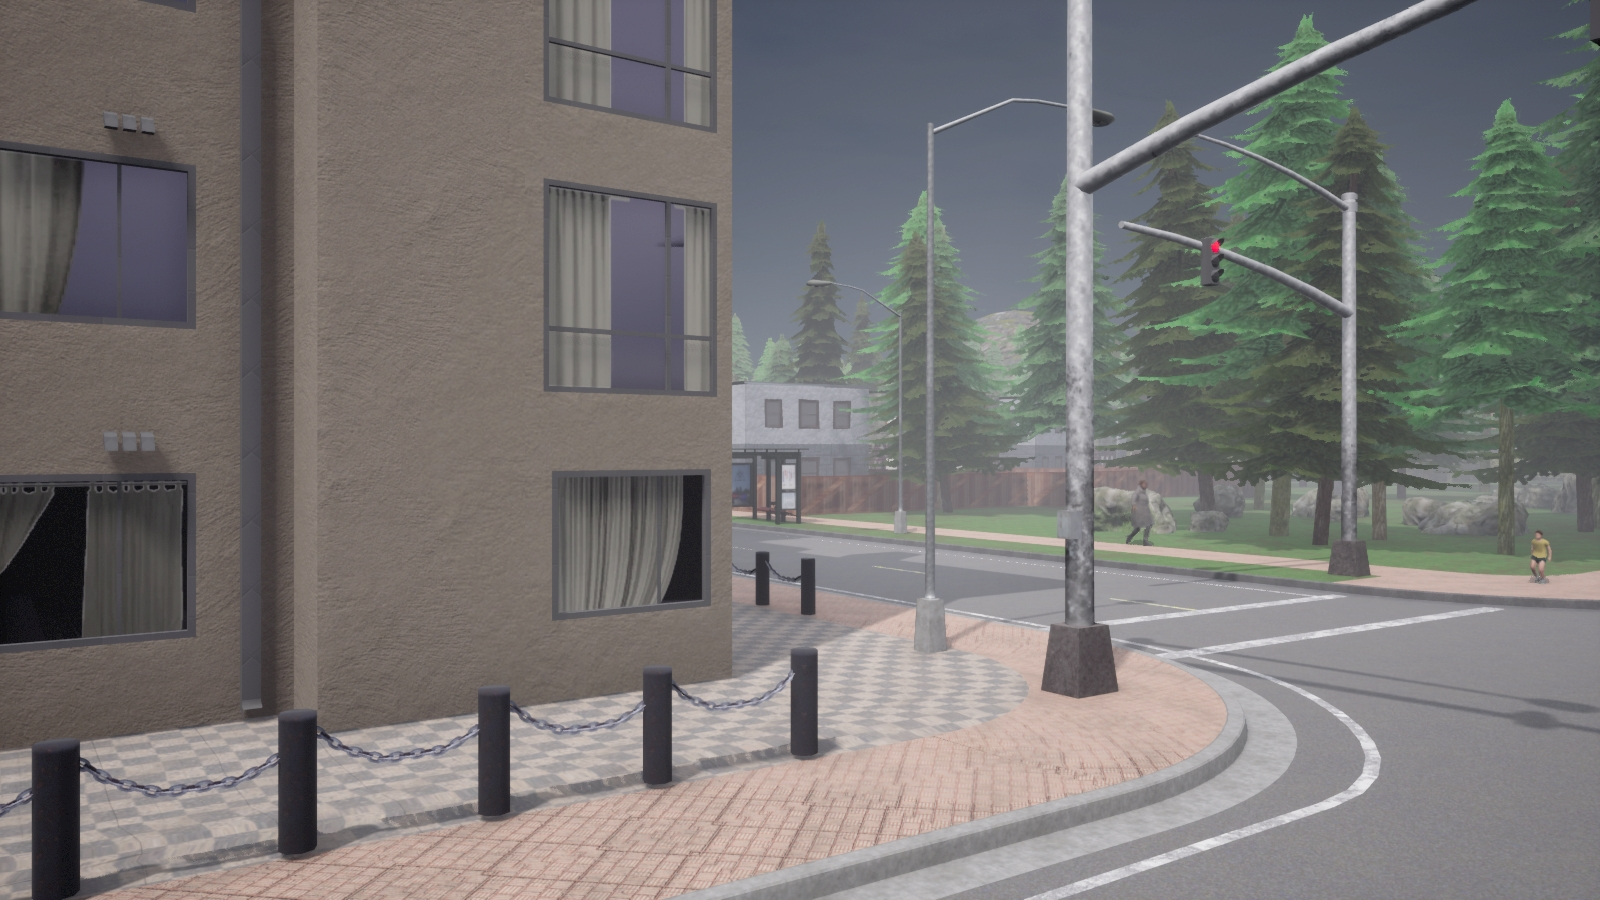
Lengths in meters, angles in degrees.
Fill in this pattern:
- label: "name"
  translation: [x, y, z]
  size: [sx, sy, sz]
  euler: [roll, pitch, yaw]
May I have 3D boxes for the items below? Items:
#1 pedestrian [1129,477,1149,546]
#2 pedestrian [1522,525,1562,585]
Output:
- label: "pedestrian"
  translation: [9.329, 1.676, 31.429]
  size: [0.375, 1.860, 0.375]
  euler: [0, 0, -34]
- label: "pedestrian"
  translation: [14.555, 2.054, 22.426]
  size: [0.500, 1.100, 0.500]
  euler: [0, 0, -34]
